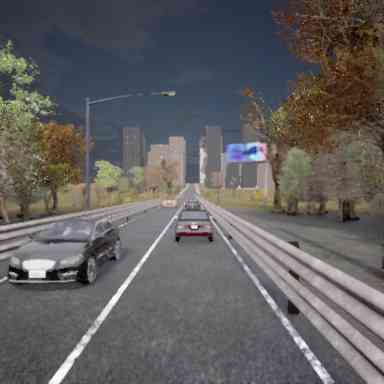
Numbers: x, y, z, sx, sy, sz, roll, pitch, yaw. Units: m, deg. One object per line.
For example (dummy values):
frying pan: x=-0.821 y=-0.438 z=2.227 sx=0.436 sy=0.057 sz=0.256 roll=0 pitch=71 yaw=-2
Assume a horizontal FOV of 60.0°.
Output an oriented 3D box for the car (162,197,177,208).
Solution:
car: x=-3.346 y=1.511 z=50.772 sx=2.097 sy=1.767 sz=4.553 roll=0 pitch=0 yaw=0

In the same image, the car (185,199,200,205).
car: x=0.084 y=1.623 z=42.769 sx=2.128 sy=1.511 sz=4.902 roll=0 pitch=0 yaw=0

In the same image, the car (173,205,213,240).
car: x=0.100 y=1.594 z=17.136 sx=2.033 sy=1.411 sz=5.357 roll=0 pitch=0 yaw=0

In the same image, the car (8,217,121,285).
car: x=-3.348 y=1.513 z=9.643 sx=2.128 sy=1.511 sz=4.902 roll=0 pitch=0 yaw=0
